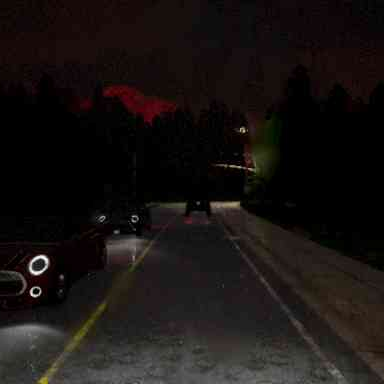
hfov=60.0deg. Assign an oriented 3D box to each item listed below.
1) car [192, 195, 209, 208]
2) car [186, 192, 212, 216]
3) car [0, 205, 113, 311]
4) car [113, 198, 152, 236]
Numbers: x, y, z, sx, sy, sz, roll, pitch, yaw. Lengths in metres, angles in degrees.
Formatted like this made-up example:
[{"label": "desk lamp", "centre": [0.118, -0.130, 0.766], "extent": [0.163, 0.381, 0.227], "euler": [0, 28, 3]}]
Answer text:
[{"label": "car", "centre": [1.266, 1.258, 45.057], "extent": [2.128, 1.511, 4.902], "euler": [0, 0, 4]}, {"label": "car", "centre": [0.597, 1.061, 30.555], "extent": [2.150, 2.045, 5.566], "euler": [0, 0, 2]}, {"label": "car", "centre": [-3.554, 1.308, 7.918], "extent": [2.097, 1.767, 4.553], "euler": [0, 0, 0]}, {"label": "car", "centre": [-3.452, 1.258, 17.671], "extent": [2.097, 1.767, 4.553], "euler": [0, 0, 1]}]
